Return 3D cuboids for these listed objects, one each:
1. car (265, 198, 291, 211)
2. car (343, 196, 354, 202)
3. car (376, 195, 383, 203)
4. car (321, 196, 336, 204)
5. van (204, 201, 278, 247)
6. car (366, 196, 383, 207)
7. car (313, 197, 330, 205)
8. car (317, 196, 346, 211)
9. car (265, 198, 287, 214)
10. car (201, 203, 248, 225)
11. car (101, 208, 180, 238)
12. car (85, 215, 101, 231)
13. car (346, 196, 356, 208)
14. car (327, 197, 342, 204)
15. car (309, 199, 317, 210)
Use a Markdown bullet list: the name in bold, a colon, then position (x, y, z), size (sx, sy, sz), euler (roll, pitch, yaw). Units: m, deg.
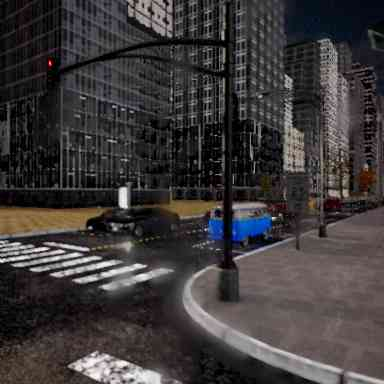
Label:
- **car**: position (11.293, 1.556, 43.286), size (1.967, 1.590, 4.097), euler (0, 0, 35)
- **car**: position (39.609, 1.721, 84.038), size (1.752, 1.417, 4.829), euler (0, 0, 35)
- **car**: position (42.407, 1.574, 73.907), size (2.097, 1.767, 4.553), euler (0, 0, 35)
- **car**: position (27.079, 1.595, 66.004), size (1.967, 1.590, 4.097), euler (0, 0, 35)
- **van**: position (2.392, 1.473, 15.786), size (1.690, 1.788, 3.998), euler (0, 0, 35)
- **car**: position (30.803, 1.739, 56.678), size (2.008, 1.369, 4.403), euler (0, 0, 35)
- **car**: position (23.922, 1.697, 61.461), size (2.008, 1.369, 4.403), euler (0, 0, 35)
- **car**: position (18.023, 1.626, 42.825), size (1.882, 1.535, 5.008), euler (0, 0, 35)
- **car**: position (8.370, 1.471, 34.522), size (2.097, 1.767, 4.553), euler (0, 0, 35)
- **car**: position (2.646, 1.674, 26.313), size (1.994, 1.385, 4.181), euler (0, 0, 34)
- **car**: position (-2.532, 1.629, 18.846), size (1.812, 1.442, 4.674), euler (0, 0, 36)
- **car**: position (-4.492, 1.656, 20.570), size (1.947, 1.339, 4.313), euler (0, 0, 35)
- **car**: position (24.376, 1.764, 51.965), size (1.895, 1.301, 4.718), euler (0, 0, 35)
- **car**: position (30.235, 1.715, 70.547), size (2.008, 1.369, 4.403), euler (0, 0, 35)
- **car**: position (14.129, 1.608, 42.742), size (1.882, 1.535, 5.008), euler (0, 0, 35)
